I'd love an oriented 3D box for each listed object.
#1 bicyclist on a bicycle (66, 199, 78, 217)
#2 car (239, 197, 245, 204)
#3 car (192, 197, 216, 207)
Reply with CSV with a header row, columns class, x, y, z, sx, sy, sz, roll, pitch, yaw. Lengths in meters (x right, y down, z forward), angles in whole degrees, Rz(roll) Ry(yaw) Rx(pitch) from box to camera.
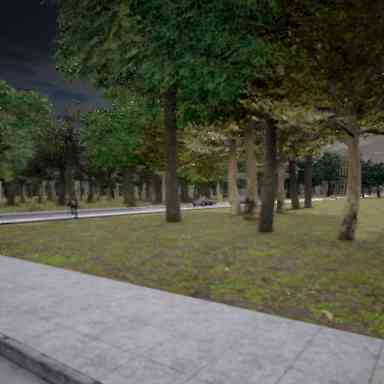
class,x,y,z,sx,sy,sz,roll,pitch,yaw
bicyclist on a bicycle,-10.642,1.407,29.453,1.656,1.620,0.582,-1,0,36
car,9.690,1.661,62.853,1.994,1.385,4.181,0,0,36
car,1.968,1.590,52.058,2.128,1.511,4.902,0,0,35
